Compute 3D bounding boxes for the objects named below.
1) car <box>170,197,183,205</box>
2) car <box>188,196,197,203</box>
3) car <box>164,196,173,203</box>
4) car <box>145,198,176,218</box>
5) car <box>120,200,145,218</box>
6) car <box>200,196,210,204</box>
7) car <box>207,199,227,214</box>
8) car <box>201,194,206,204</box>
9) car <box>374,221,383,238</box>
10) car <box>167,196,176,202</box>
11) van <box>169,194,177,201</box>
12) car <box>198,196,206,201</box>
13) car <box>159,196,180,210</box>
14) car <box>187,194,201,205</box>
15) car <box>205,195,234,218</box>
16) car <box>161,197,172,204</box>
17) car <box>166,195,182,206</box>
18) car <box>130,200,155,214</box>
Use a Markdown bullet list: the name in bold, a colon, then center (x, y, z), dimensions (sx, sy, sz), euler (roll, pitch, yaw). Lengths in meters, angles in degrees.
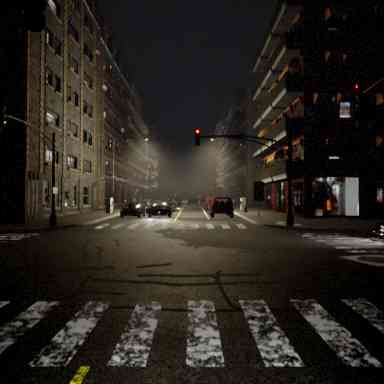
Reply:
- **car**: center (-2.679, 1.611, 59.568), dimensions (2.033, 1.411, 5.357), euler (0, 0, 0)
- **car**: center (0.154, 1.591, 70.349), dimensions (1.882, 1.535, 5.008), euler (0, 0, 0)
- **car**: center (-5.215, 1.661, 74.453), dimensions (1.752, 1.417, 4.829), euler (1, 0, 0)
- **car**: center (-2.804, 1.571, 30.393), dimensions (1.994, 1.385, 4.181), euler (0, 0, 0)
- **car**: center (-5.264, 1.573, 30.128), dimensions (1.947, 1.339, 4.313), euler (1, 0, 0)
- **car**: center (2.660, 1.547, 69.087), dimensions (1.967, 1.590, 4.097), euler (1, 0, 0)
- **car**: center (2.624, 1.535, 35.894), dimensions (1.752, 1.417, 4.829), euler (1, 0, 0)
- **car**: center (2.632, 1.330, 41.289), dimensions (2.192, 1.841, 5.009), euler (1, 0, 0)
- **car**: center (10.737, 1.567, 15.295), dimensions (4.181, 1.385, 1.994), euler (0, -1, 1)
- **car**: center (-5.203, 1.753, 85.751), dimensions (2.008, 1.369, 4.403), euler (1, 0, 0)
- **van**: center (-5.193, 1.576, 91.317), dimensions (1.690, 1.788, 3.998), euler (1, 0, 0)
- **car**: center (2.684, 1.801, 91.338), dimensions (1.947, 1.339, 4.313), euler (1, 0, 0)
- **car**: center (-2.786, 1.518, 39.273), dimensions (1.837, 1.490, 4.892), euler (0, 0, 0)
- **car**: center (0.175, 1.542, 59.909), dimensions (1.882, 1.535, 5.008), euler (0, 0, 0)
- **car**: center (2.621, 1.322, 30.165), dimensions (2.192, 1.841, 5.009), euler (1, 0, 0)
- **car**: center (-5.222, 1.658, 69.061), dimensions (2.008, 1.369, 4.403), euler (1, 0, 0)
- **car**: center (-2.721, 1.594, 49.207), dimensions (1.994, 1.385, 4.181), euler (0, 0, 1)
- **car**: center (-5.257, 1.576, 35.689), dimensions (1.947, 1.339, 4.313), euler (1, 0, 0)
